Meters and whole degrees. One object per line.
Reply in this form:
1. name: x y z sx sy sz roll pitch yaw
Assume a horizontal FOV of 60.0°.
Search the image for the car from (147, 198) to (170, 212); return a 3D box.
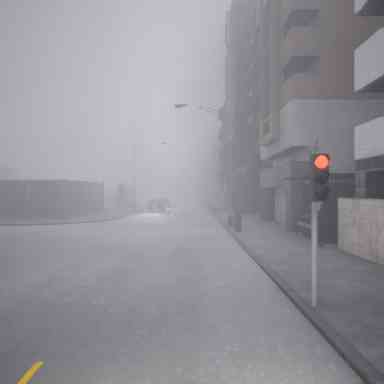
1. car: -4.127 1.489 39.308 2.128 1.511 4.902 0 0 0
